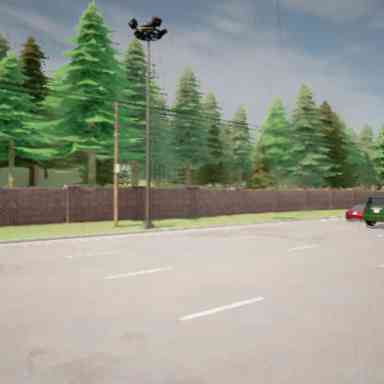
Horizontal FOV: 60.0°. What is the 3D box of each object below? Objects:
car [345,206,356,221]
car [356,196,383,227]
[{"bbox_3d":[14.207,1.611,26.769,4.181,1.385,1.994,0,0,-35],"label":"car"},{"bbox_3d":[13.515,1.264,21.974,5.566,2.045,2.150,0,0,-35],"label":"car"}]
